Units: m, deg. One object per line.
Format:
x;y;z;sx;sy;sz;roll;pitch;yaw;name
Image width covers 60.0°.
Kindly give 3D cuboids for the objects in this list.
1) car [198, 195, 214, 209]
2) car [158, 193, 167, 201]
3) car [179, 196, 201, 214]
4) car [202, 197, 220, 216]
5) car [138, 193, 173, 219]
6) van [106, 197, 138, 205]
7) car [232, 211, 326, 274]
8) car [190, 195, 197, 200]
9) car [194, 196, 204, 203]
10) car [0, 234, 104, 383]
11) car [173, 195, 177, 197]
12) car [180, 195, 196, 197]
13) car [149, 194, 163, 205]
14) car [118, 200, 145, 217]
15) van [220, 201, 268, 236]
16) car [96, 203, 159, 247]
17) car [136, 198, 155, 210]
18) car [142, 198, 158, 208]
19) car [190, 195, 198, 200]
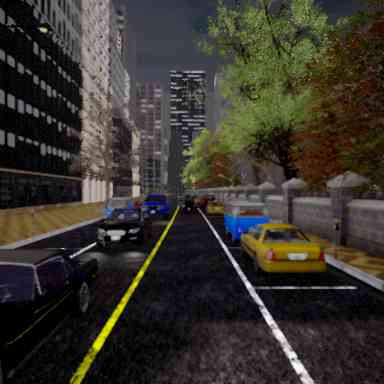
2.054;1.285;43.439;2.192;1.841;5.009;0;0;-1;car
-7.258;1.238;82.049;2.192;1.841;5.009;0;0;-2;car
-0.337;1.504;35.127;1.812;1.442;4.674;0;0;-1;car
2.274;1.506;32.514;1.752;1.417;4.829;0;0;-1;car
-3.068;1.208;28.753;2.150;2.045;5.566;0;0;-1;car
-5.659;1.327;26.591;1.690;1.788;3.998;0;0;-1;van
2.531;1.520;10.338;1.752;1.417;4.829;0;0;0;car
0.282;1.486;93.340;1.802;1.307;4.206;0;0;-3;car
1.408;1.470;65.791;1.752;1.417;4.829;0;0;-2;car
-2.864;1.599;4.741;1.895;1.301;4.718;0;0;0;car
-4.415;1.067;79.010;2.128;1.511;4.902;0;0;-2;car
-0.567;1.516;46.117;2.033;1.411;5.357;0;0;-1;car
-6.424;1.269;59.869;2.192;1.841;5.009;0;0;-2;car
-5.746;1.527;32.136;1.887;1.381;4.507;0;0;-1;car
2.492;1.333;15.712;1.690;1.788;3.998;0;0;0;van
-2.921;1.485;15.128;2.128;1.511;4.902;0;0;0;car
-5.968;1.516;43.230;1.887;1.381;4.507;0;0;-1;car
-6.105;1.548;48.778;1.802;1.307;4.206;0;0;-1;car
0.525;1.464;87.796;2.008;1.369;4.403;0;0;-3;car
